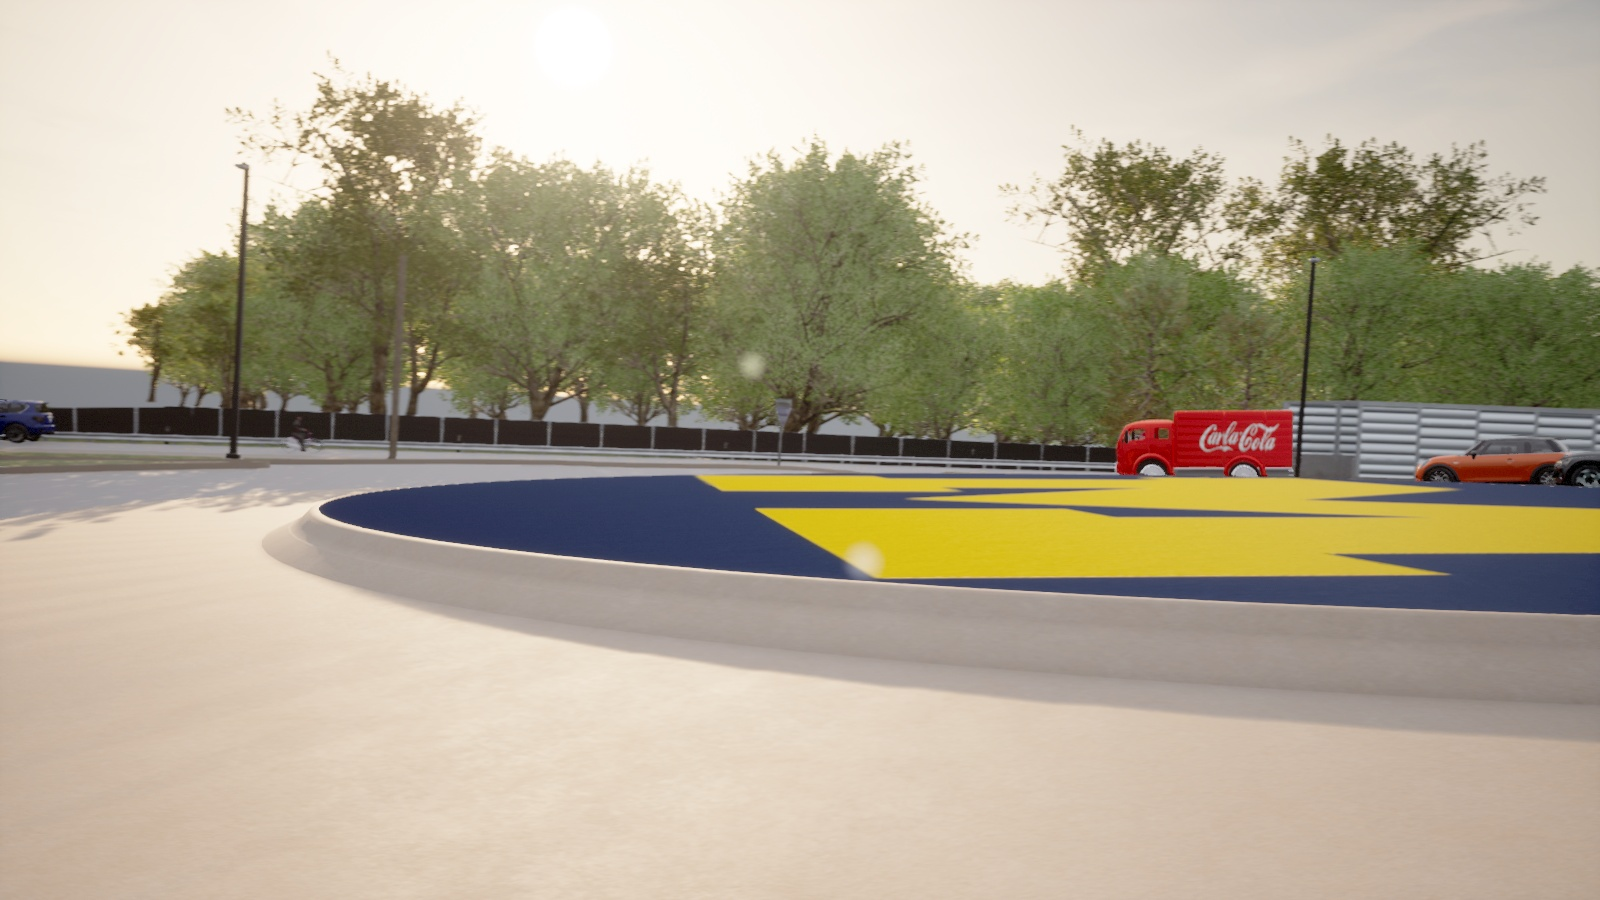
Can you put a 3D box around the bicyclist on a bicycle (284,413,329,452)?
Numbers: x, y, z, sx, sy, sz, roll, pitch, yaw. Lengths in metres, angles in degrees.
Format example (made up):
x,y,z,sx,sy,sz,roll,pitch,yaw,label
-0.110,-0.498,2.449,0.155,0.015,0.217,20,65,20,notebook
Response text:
x,y,z,sx,sy,sz,roll,pitch,yaw,label
-23.558,-0.858,59.937,1.843,1.776,0.659,2,2,-9,bicyclist on a bicycle

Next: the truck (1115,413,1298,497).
x,y,z,sx,sy,sz,roll,pitch,yaw,label
12.529,0.130,38.780,5.204,2.467,2.627,0,0,20,truck

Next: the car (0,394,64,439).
x,y,z,sx,sy,sz,roll,pitch,yaw,label
-39.031,-1.700,60.672,5.566,2.045,2.150,2,2,-13,car

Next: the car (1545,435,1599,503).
x,y,z,sx,sy,sz,roll,pitch,yaw,label
21.410,0.566,30.907,2.033,1.649,4.856,3,0,-45,car

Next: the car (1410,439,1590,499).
x,y,z,sx,sy,sz,roll,pitch,yaw,label
21.754,0.591,39.102,4.553,1.767,2.097,-1,-1,40,car
